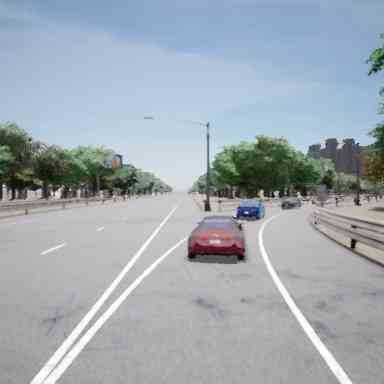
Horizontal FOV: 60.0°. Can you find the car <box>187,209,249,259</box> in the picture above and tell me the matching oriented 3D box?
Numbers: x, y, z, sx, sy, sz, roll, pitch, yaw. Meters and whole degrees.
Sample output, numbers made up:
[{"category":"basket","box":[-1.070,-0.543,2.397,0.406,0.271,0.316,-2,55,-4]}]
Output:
[{"category":"car","box":[1.053,1.573,12.726,1.994,1.385,4.181,0,0,9]}]

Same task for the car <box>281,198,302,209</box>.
[{"category":"car","box":[13.903,1.570,46.459,1.812,1.442,4.674,0,0,33]}]

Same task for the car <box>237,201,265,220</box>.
[{"category":"car","box":[5.204,1.520,28.989,1.882,1.535,5.008,0,0,20]}]
